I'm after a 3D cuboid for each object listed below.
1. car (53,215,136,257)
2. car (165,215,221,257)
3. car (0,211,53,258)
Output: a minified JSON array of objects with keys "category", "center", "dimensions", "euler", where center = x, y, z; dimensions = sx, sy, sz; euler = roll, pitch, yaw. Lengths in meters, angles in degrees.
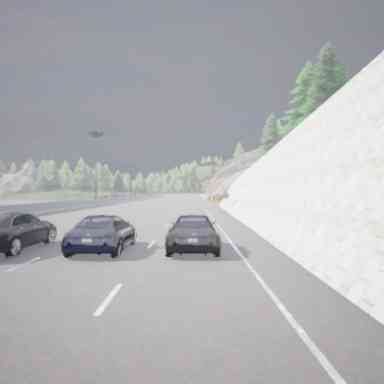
[{"category":"car","center":[-3.451,1.573,12.973],"dimensions":[1.994,1.385,4.181],"euler":[0,0,0]},{"category":"car","center":[0.049,1.573,13.031],"dimensions":[1.994,1.385,4.181],"euler":[0,0,0]},{"category":"car","center":[-6.953,1.514,12.852],"dimensions":[1.837,1.490,4.892],"euler":[0,0,0]}]
